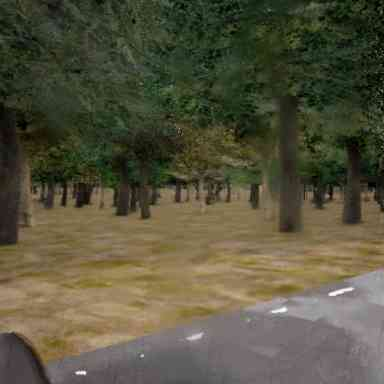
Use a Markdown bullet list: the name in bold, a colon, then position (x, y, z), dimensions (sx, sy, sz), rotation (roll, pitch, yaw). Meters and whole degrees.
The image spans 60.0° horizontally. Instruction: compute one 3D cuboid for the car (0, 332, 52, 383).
- **car**: position (-3.205, 1.547, 1.090), dimensions (5.357, 1.411, 2.033), rotation (0, 0, -36)
